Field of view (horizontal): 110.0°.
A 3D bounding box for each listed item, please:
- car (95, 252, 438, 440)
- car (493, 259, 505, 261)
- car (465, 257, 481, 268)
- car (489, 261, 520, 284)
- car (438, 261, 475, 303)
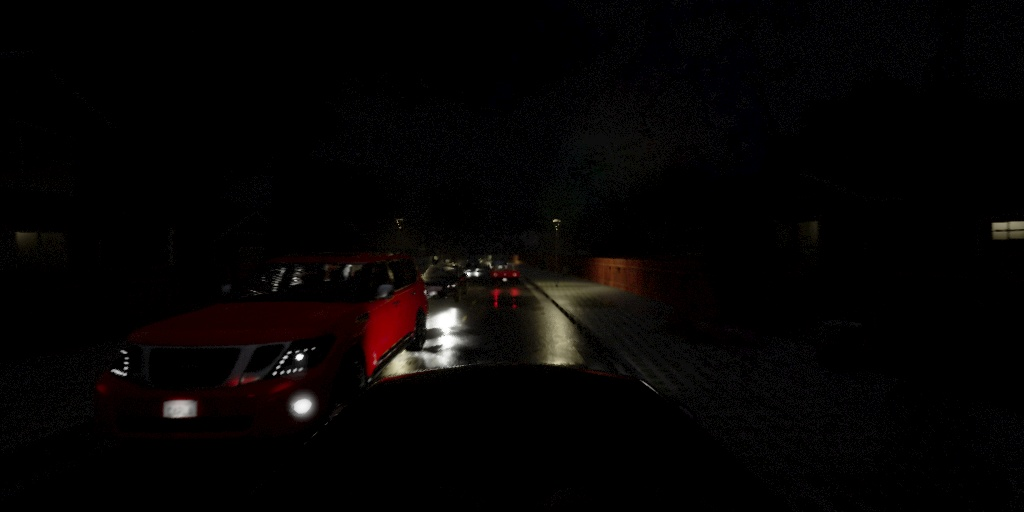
[{"bbox_3d":[-2.897,0.952,5.856,2.150,2.045,5.566,0,0,-1],"label":"car"},{"bbox_3d":[-1.393,1.064,38.075,2.033,1.411,5.357,0,0,-4],"label":"car"},{"bbox_3d":[-5.434,0.939,50.200,2.128,1.511,4.902,0,0,-6],"label":"car"},{"bbox_3d":[-0.550,1.205,24.991,1.895,1.301,4.718,0,0,-3],"label":"car"},{"bbox_3d":[-3.071,1.159,16.281,2.128,1.511,4.902,0,0,-1],"label":"car"}]
